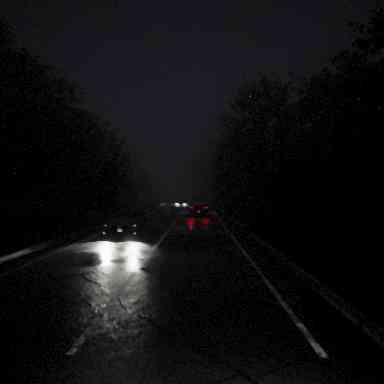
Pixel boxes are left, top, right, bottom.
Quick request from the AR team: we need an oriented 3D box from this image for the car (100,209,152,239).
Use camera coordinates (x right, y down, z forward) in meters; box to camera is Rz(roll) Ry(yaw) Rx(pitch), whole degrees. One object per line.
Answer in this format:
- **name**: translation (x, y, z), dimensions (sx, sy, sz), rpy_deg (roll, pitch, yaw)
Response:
- **car**: translation (-3.286, 1.573, 17.210), dimensions (1.994, 1.385, 4.181), rpy_deg (0, 0, 1)

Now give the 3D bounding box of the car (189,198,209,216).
- **car**: translation (0.663, 1.575, 32.461), dimensions (1.812, 1.442, 4.674), rpy_deg (0, 0, 1)

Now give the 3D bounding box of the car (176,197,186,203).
- **car**: translation (-2.207, 1.630, 68.765), dimensions (1.895, 1.301, 4.718), rpy_deg (0, 0, 1)
